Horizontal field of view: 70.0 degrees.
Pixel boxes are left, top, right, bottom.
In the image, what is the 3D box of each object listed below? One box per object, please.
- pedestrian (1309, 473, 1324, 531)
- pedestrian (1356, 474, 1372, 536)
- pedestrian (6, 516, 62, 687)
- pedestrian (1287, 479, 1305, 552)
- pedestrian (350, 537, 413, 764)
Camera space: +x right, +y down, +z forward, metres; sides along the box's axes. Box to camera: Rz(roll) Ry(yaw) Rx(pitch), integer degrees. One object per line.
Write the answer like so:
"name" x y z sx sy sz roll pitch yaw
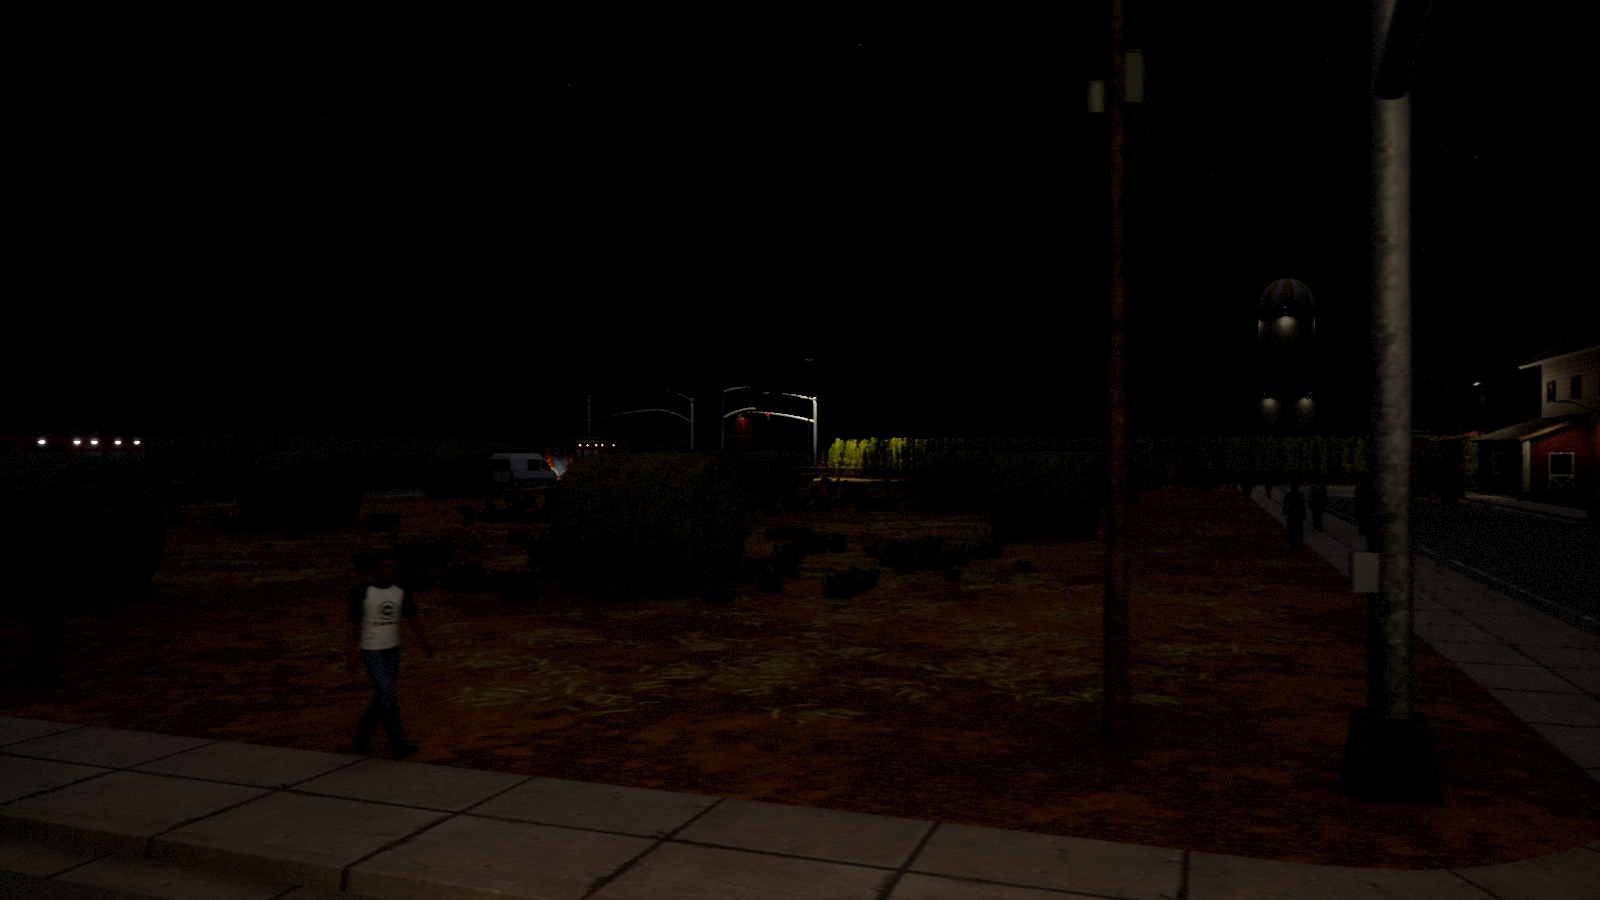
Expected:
"pedestrian" 16.701 1.673 36.929 0.375 1.860 0.375 0 0 14
"pedestrian" 17.170 1.673 34.778 0.375 1.860 0.375 0 0 17
"pedestrian" -8.601 1.684 12.826 0.375 1.860 0.375 0 0 21
"pedestrian" 12.760 1.673 29.404 0.375 1.860 0.375 0 0 16
"pedestrian" -3.591 1.696 9.807 0.375 1.860 0.375 0 0 41
